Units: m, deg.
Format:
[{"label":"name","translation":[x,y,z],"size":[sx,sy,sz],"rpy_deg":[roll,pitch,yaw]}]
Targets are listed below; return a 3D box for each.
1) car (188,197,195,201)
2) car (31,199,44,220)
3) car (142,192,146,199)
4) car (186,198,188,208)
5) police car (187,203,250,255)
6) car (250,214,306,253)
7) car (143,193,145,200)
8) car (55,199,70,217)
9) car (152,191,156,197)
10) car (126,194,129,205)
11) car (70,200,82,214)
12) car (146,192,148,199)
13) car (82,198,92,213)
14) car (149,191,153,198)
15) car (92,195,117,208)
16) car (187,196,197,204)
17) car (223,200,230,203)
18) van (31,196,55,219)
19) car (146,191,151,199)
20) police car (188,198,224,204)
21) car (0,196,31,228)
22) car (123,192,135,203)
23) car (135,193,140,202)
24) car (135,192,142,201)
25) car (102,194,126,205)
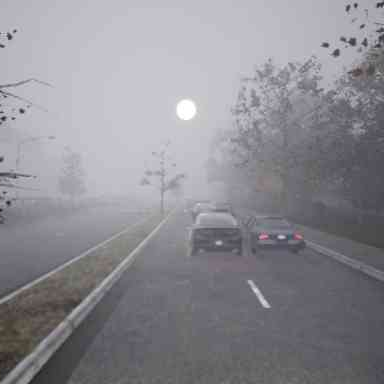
[{"label":"car","translation":[0.884,1.422,29.554],"size":[2.097,1.767,4.553],"rpy_deg":[0,0,0]},{"label":"car","translation":[-13.864,1.568,24.574],"size":[4.892,1.521,2.231],"rpy_deg":[-1,0,-20]},{"label":"car","translation":[-13.897,1.259,78.554],"size":[4.553,1.767,2.185],"rpy_deg":[-1,1,-20]},{"label":"car","translation":[-0.026,1.620,50.160],"size":[2.033,1.411,5.357],"rpy_deg":[0,0,0]},{"label":"police car","translation":[0.893,1.491,13.692],"size":[1.930,1.638,5.238],"rpy_deg":[0,0,0]},{"label":"car","translation":[3.093,1.614,13.996],"size":[2.033,1.411,5.357],"rpy_deg":[0,0,0]},{"label":"car","translation":[-13.868,1.467,75.568],"size":[4.674,1.452,2.002],"rpy_deg":[-1,0,-20]},{"label":"car","translation":[-13.842,1.440,30.549],"size":[4.553,1.767,2.185],"rpy_deg":[-1,0,-20]},{"label":"car","translation":[-13.842,0.901,93.582],"size":[5.566,2.045,2.435],"rpy_deg":[-1,1,-20]},{"label":"car","translation":[-13.872,1.596,57.542],"size":[4.674,1.452,2.002],"rpy_deg":[-1,0,-20]},{"label":"car","translation":[-13.865,1.606,33.521],"size":[4.674,1.452,2.002],"rpy_deg":[-1,0,-20]},{"label":"car","translation":[-13.867,1.382,81.567],"size":[4.674,1.452,2.002],"rpy_deg":[-1,1,-20]},{"label":"car","translation":[-13.844,1.595,36.539],"size":[4.792,1.488,2.163],"rpy_deg":[-1,0,-20]},{"label":"car","translation":[-13.837,1.228,90.583],"size":[4.792,1.488,2.163],"rpy_deg":[-1,1,-20]},{"label":"car","translation":[-13.842,1.594,48.545],"size":[4.792,1.488,2.163],"rpy_deg":[-1,0,-20]},{"label":"car","translation":[-0.034,1.593,65.160],"size":[1.994,1.385,4.181],"rpy_deg":[0,0,0]},{"label":"car","translation":[3.082,1.546,33.985],"size":[2.128,1.511,4.902],"rpy_deg":[0,-1,0]},{"label":"van","translation":[-13.982,1.342,27.513],"size":[4.442,1.987,1.878],"rpy_deg":[-1,0,-20]},{"label":"car","translation":[-13.857,1.295,84.566],"size":[5.008,1.535,2.097],"rpy_deg":[-1,1,-20]},{"label":"police car","translation":[0.887,1.496,23.692],"size":[1.930,1.638,5.238],"rpy_deg":[0,0,0]},{"label":"car","translation":[-13.849,1.315,21.605],"size":[5.566,2.045,2.435],"rpy_deg":[-1,0,-20]},{"label":"car","translation":[-13.844,1.298,60.561],"size":[5.566,2.045,2.435],"rpy_deg":[-1,0,-20]},{"label":"car","translation":[-13.694,1.507,66.616],"size":[5.366,1.575,1.946],"rpy_deg":[-1,0,-20]},{"label":"car","translation":[-13.895,1.237,69.541],"size":[5.566,2.045,2.435],"rpy_deg":[-1,1,-20]},{"label":"car","translation":[-14.039,1.561,54.469],"size":[5.366,1.575,1.946],"rpy_deg":[-1,0,-20]}]
